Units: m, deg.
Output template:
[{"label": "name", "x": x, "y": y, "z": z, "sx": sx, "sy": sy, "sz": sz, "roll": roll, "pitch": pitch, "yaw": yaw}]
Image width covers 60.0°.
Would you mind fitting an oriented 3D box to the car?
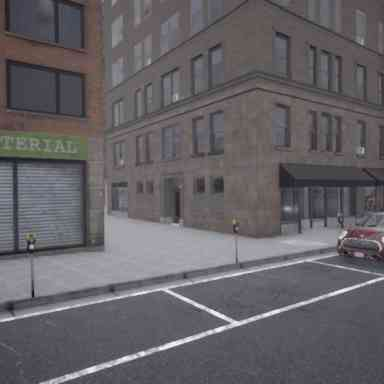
[{"label": "car", "x": 6.841, "y": 1.436, "z": 11.556, "sx": 4.097, "sy": 1.590, "sz": 1.967, "roll": 0, "pitch": -1, "yaw": -36}]
